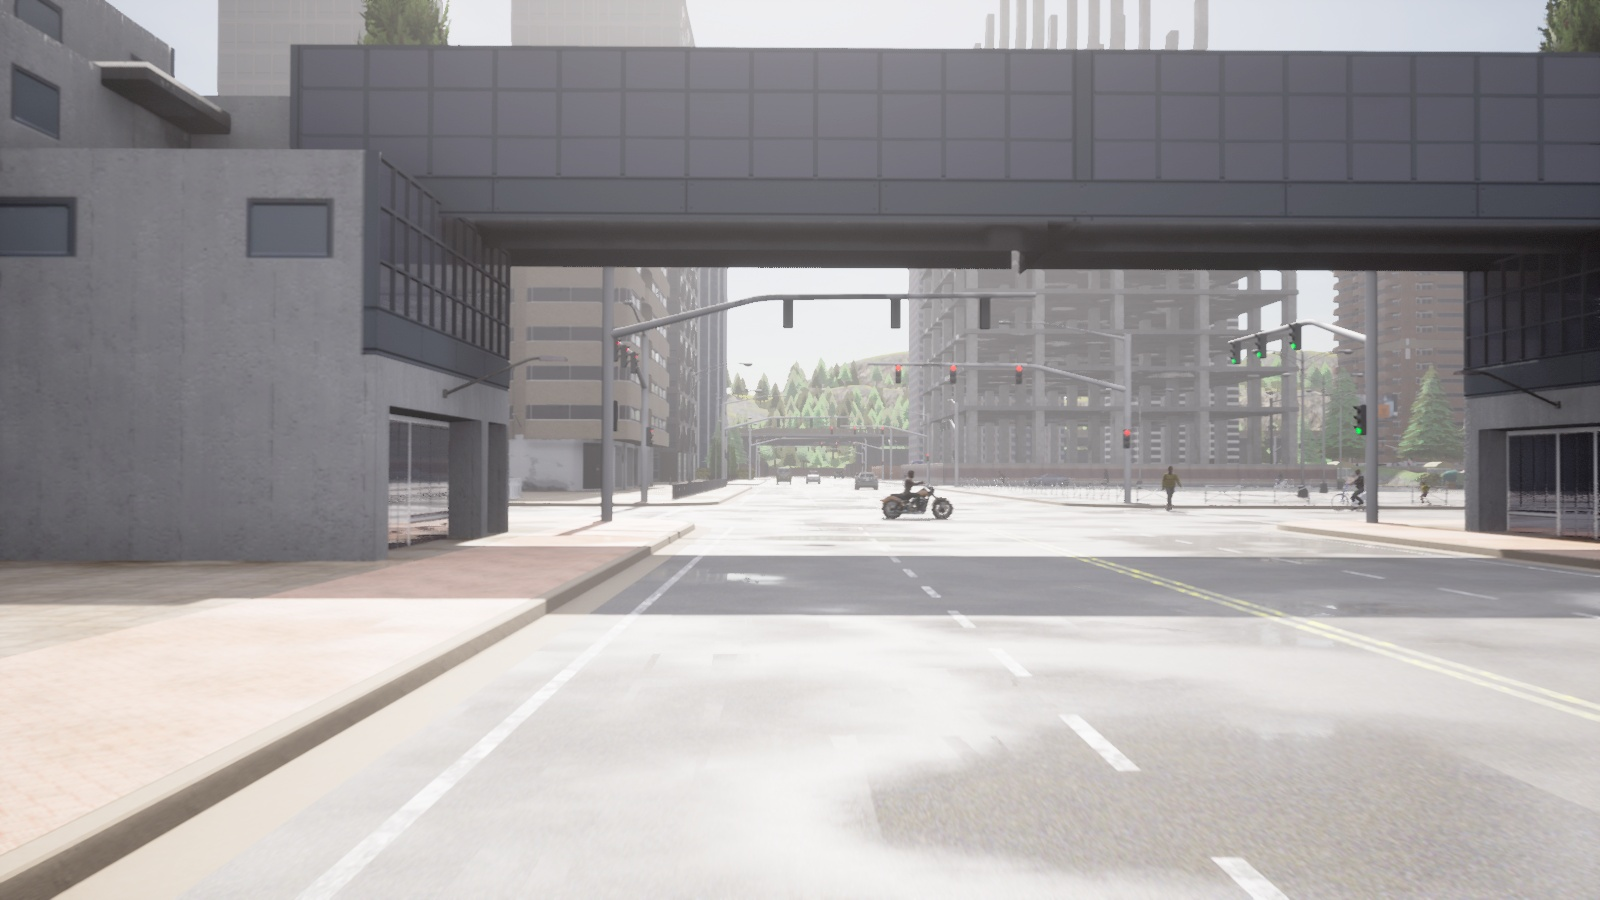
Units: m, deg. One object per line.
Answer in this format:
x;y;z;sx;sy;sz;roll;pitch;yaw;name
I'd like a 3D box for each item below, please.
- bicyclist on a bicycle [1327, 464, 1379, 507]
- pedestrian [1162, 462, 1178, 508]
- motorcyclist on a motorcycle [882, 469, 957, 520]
22.687;1.457;51.526;1.843;1.776;0.659;0;-1;0;bicyclist on a bicycle
14.687;1.392;49.887;0.431;1.840;0.709;0;-1;2;pedestrian
3.872;1.434;40.870;2.350;1.649;0.766;0;-1;-1;motorcyclist on a motorcycle
